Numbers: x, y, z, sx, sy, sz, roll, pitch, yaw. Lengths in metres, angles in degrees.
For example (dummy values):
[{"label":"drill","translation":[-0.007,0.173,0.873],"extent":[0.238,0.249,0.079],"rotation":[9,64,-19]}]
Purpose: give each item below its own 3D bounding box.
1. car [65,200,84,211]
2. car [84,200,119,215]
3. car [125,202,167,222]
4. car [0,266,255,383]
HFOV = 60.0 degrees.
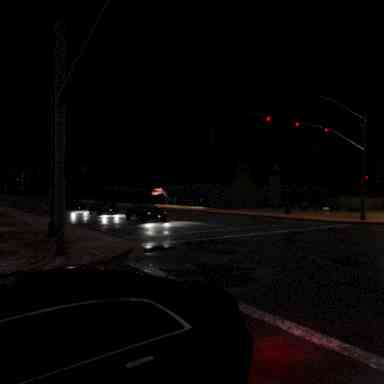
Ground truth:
[{"label":"car","translation":[-14.830,1.597,41.896],"extent":[1.895,1.301,4.718],"rotation":[0,0,-35]},{"label":"car","translation":[-8.991,1.560,33.687],"extent":[1.994,1.385,4.181],"rotation":[0,0,-35]},{"label":"car","translation":[-3.760,1.521,26.371],"extent":[1.812,1.442,4.674],"rotation":[0,0,-36]},{"label":"car","translation":[-1.640,1.513,2.685],"extent":[4.892,1.490,1.837],"rotation":[0,0,-35]}]
